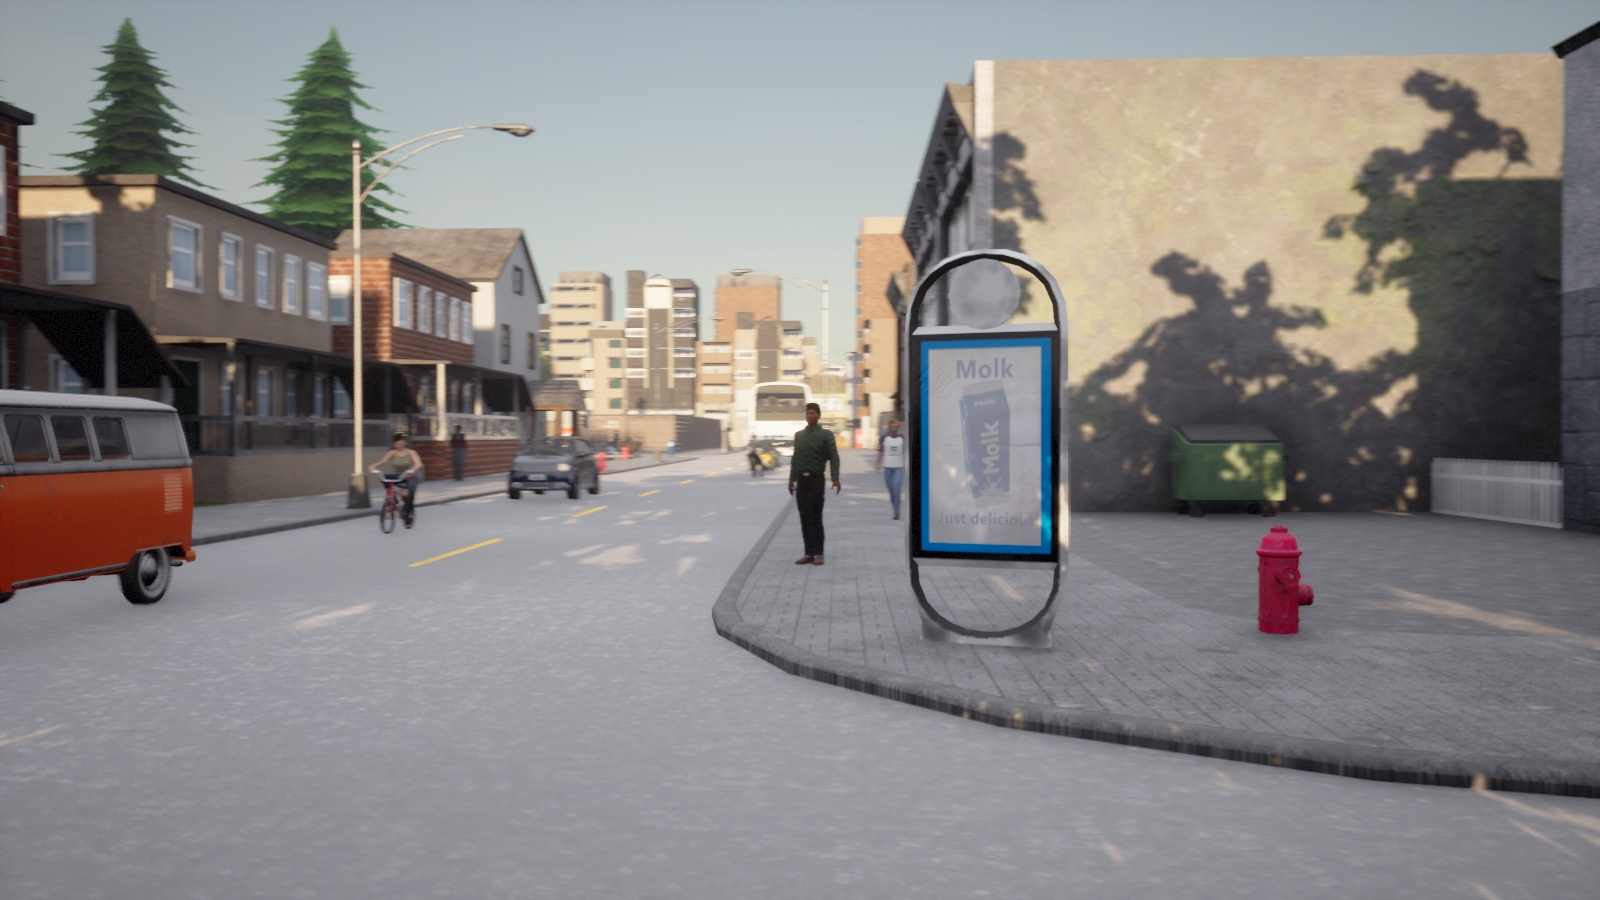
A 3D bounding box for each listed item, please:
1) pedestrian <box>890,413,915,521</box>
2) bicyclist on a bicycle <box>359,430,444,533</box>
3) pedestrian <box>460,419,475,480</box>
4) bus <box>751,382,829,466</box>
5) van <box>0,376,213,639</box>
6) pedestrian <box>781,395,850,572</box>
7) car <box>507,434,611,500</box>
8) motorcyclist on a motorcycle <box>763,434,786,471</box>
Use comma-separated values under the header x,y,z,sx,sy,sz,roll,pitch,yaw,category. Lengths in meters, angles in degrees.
x,y,z,sx,sy,sz,roll,pitch,yaw,category
1.772,0.278,21.709,0.354,1.836,0.706,0,1,11,pedestrian
-6.473,0.481,20.471,0.866,1.612,1.509,0,1,2,bicyclist on a bicycle
-10.604,-0.007,40.033,0.402,1.930,0.666,0,1,-20,pedestrian
-0.476,-1.401,68.892,3.944,4.253,10.273,0,1,1,bus
-6.881,0.419,10.452,1.775,1.987,4.442,0,1,2,van
0.182,0.363,14.222,0.423,1.949,0.788,1,1,31,pedestrian
-6.017,0.386,31.768,1.789,1.549,3.705,0,1,2,car
-1.099,0.104,54.406,0.866,1.590,1.817,0,1,2,motorcyclist on a motorcycle
